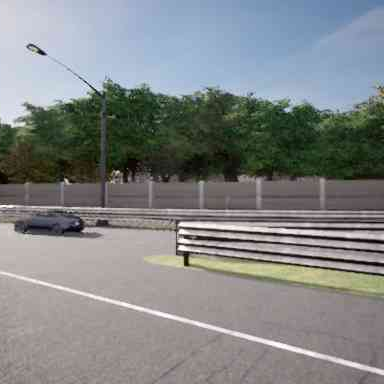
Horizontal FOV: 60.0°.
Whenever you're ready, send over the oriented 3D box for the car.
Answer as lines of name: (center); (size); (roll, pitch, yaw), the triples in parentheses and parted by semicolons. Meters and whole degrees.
car: (-8.665, 1.822, 20.283); (4.181, 1.385, 1.994); (0, -1, 19)
